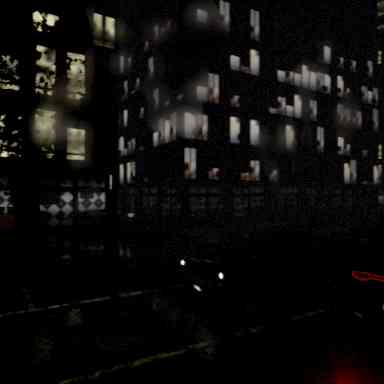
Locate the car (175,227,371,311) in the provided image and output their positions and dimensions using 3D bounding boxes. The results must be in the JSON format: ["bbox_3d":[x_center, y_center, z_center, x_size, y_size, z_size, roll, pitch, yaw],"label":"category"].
[{"bbox_3d":[2.001,1.674,8.014,4.718,1.301,1.895,0,-1,-31],"label":"car"}]

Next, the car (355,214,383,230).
[{"bbox_3d":[9.225,1.689,15.463,4.313,1.339,1.947,0,0,-31],"label":"car"}]

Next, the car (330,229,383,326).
[{"bbox_3d":[4.998,1.525,6.097,5.008,1.535,1.882,0,-1,-31],"label":"car"}]
